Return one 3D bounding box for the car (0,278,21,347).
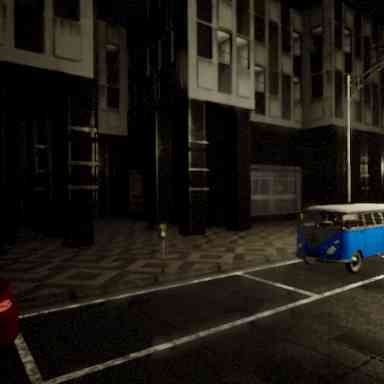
[{"bbox_3d":[-4.237,1.592,3.628,4.206,1.307,1.802,0,0,-36],"label":"car"}]

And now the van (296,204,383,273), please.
[{"bbox_3d":[4.881,1.277,10.136,3.998,1.788,1.690,0,0,-36],"label":"van"}]
